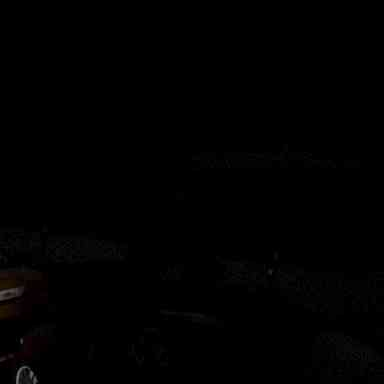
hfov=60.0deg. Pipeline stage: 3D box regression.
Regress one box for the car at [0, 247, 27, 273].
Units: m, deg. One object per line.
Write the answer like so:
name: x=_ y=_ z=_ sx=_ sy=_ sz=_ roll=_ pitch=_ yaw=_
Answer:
car: x=-4.670 y=1.522 z=6.419 sx=4.829 sy=1.417 sz=1.752 roll=0 pitch=1 yaw=36

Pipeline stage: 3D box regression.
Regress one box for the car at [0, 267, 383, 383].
car: x=0.011 y=1.581 z=3.070 sx=4.206 sy=1.307 sz=1.802 roll=0 pitch=1 yaw=36
